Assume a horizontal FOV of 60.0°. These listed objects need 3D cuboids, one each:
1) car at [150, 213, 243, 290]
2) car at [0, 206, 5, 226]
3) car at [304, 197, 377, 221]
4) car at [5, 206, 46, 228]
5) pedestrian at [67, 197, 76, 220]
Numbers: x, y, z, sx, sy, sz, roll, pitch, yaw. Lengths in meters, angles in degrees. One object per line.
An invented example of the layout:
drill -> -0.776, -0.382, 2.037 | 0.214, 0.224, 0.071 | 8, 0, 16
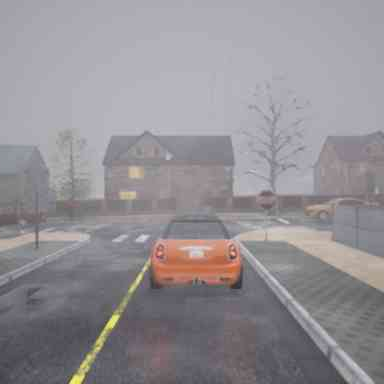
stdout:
car -> 0.100, 1.357, 9.266 | 2.097, 1.767, 4.553 | 0, 0, 0
car -> -14.658, 1.860, 20.709 | 4.674, 1.442, 1.812 | -1, 1, 0
car -> 10.572, 1.175, 23.680 | 5.008, 1.535, 1.882 | -1, 1, 0
car -> -13.098, 1.732, 23.736 | 5.008, 1.535, 1.882 | -1, 1, 0
pedestrian -> -9.635, 1.274, 26.568 | 0.375, 1.860, 0.375 | 0, 2, 0
